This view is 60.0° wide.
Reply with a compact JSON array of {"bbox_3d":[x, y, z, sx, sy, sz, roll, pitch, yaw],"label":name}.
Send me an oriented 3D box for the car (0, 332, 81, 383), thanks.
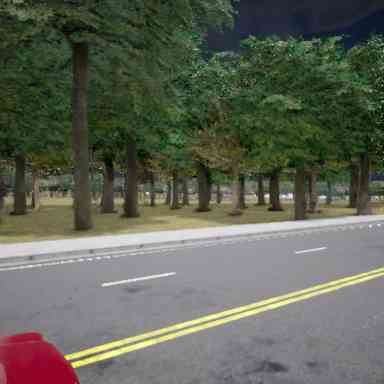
[{"bbox_3d":[-2.808,1.601,1.436,4.718,1.301,1.895,0,0,-36],"label":"car"}]
